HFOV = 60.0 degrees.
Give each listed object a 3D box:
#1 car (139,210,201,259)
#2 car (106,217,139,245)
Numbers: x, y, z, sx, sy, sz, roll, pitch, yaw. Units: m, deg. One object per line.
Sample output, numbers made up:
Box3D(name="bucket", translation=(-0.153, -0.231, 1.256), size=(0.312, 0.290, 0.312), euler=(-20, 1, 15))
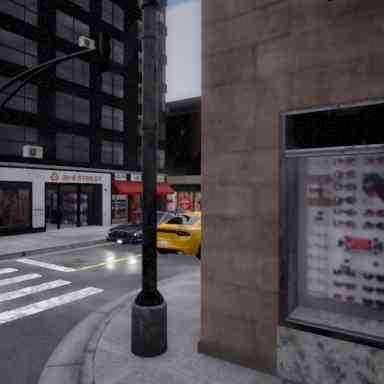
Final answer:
Box3D(name="car", translation=(0.461, 1.501, 12.875), size=(1.882, 1.535, 5.008), euler=(0, 0, 33))
Box3D(name="car", translation=(-1.372, 1.564, 15.272), size=(2.033, 1.411, 5.357), euler=(0, 0, 33))
